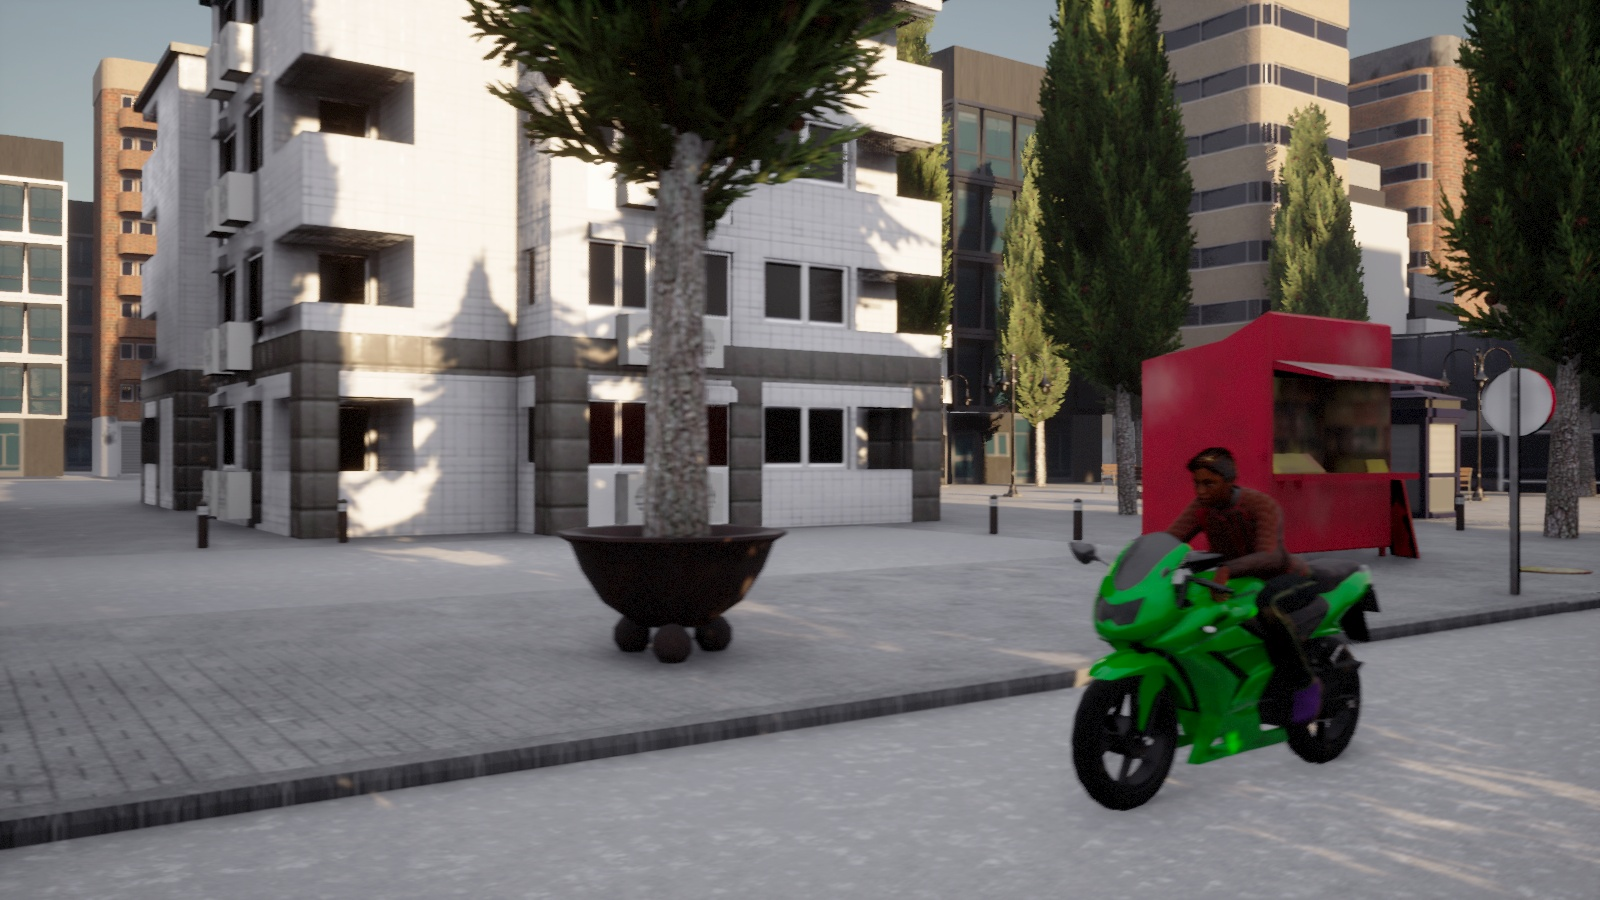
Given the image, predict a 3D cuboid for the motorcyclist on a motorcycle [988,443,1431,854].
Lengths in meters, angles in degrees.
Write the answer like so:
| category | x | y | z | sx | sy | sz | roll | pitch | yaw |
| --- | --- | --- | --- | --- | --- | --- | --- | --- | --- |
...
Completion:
| category | x | y | z | sx | sy | sz | roll | pitch | yaw |
| --- | --- | --- | --- | --- | --- | --- | --- | --- | --- |
| motorcyclist on a motorcycle | 1.861 | 0.737 | 5.568 | 2.044 | 1.523 | 0.797 | 0 | 0 | -35 |
